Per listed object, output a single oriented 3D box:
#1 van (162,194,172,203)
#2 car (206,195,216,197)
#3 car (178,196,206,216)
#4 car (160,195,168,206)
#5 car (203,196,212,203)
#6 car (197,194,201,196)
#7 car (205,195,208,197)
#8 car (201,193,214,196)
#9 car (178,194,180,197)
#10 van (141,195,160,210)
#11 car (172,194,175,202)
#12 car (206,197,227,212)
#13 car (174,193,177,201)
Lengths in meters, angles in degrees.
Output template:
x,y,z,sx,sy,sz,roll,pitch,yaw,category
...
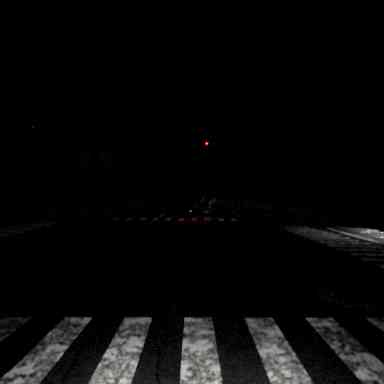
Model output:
x,y,z,sx,sy,sz,roll,pitch,yaw,category
-5.325,1.339,65.383,1.690,1.788,3.998,0,0,1,van
3.002,1.521,43.429,1.752,1.417,4.829,0,0,1,car
0.029,1.487,32.074,2.128,1.511,4.902,0,0,3,car
-5.425,1.563,54.358,1.947,1.339,4.313,0,0,1,car
3.251,1.524,70.994,1.752,1.417,4.829,0,0,1,car
0.542,1.599,65.440,1.895,1.301,4.718,0,0,1,car
3.050,1.547,48.772,2.008,1.369,4.403,0,0,1,car
3.101,1.312,54.285,2.192,1.841,5.009,0,0,1,car
-5.125,1.317,87.433,2.192,1.841,5.009,0,0,1,car
-5.524,1.337,43.334,1.690,1.788,3.998,0,0,1,van
-5.275,1.544,70.896,1.887,1.381,4.507,0,0,1,car
2.951,1.547,37.746,2.008,1.369,4.403,0,0,1,car
-5.225,1.315,76.408,2.192,1.841,5.009,0,0,1,car
